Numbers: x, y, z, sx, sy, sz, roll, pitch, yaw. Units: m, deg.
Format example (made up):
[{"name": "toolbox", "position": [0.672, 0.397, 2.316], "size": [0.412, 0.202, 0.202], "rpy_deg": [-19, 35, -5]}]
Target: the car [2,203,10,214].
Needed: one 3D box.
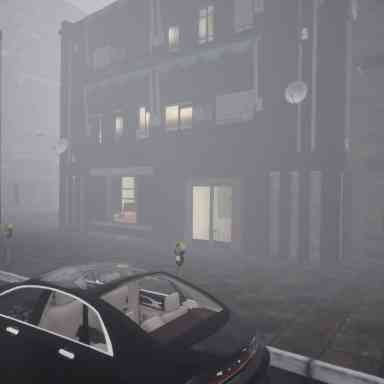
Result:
[{"name": "car", "position": [-21.544, 1.623, 34.882], "size": [2.008, 1.369, 4.403], "rpy_deg": [1, 0, 36]}]

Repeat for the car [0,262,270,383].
[{"name": "car", "position": [-1.300, 1.550, 3.939], "size": [4.403, 1.369, 2.008], "rpy_deg": [0, 1, 35]}]
